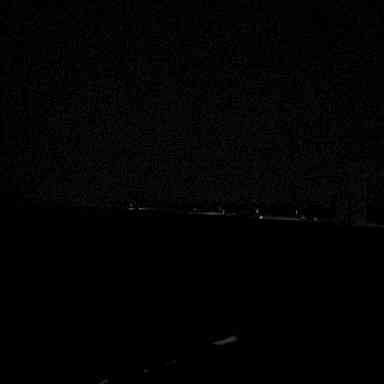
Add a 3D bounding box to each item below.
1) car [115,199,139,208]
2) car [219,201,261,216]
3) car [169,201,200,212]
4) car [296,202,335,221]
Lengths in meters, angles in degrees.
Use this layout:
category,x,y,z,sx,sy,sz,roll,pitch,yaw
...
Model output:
category,x,y,z,sx,sy,sz,roll,pitch,yaw
car,-10.511,1.914,55.419,1.837,1.490,4.892,1,-2,-36
car,4.845,1.638,34.012,2.128,1.511,4.902,1,-1,-36
car,-0.964,1.836,42.059,1.895,1.301,4.718,1,-1,-36
car,10.573,1.564,26.163,2.128,1.511,4.902,1,-1,-37
